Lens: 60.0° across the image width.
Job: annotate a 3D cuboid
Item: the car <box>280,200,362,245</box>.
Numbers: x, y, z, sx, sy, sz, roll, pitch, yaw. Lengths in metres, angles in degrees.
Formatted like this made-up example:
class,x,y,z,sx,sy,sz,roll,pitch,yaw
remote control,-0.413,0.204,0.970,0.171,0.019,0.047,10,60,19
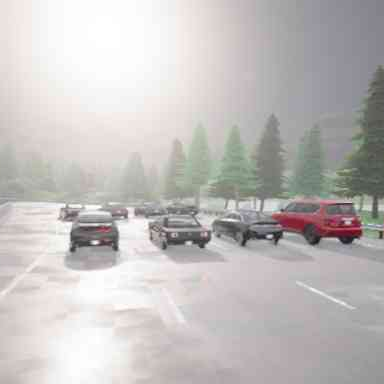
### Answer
class,x,y,z,sx,sy,sz,roll,pitch,yaw
car,5.978,1.424,16.970,2.150,2.045,5.566,1,0,-17

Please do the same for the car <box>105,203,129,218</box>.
class,x,y,z,sx,sy,sz,roll,pitch,yaw
car,-7.305,1.673,30.662,1.994,1.385,4.181,1,0,-29

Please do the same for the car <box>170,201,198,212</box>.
class,x,y,z,sx,sy,sz,roll,pitch,yaw
car,-1.139,1.730,33.978,1.837,1.490,4.892,1,0,-29

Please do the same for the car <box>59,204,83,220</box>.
class,x,y,z,sx,sy,sz,roll,pitch,yaw
car,-10.286,1.653,28.840,1.895,1.301,4.718,1,0,-29

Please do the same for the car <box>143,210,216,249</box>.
class,x,y,z,sx,sy,sz,roll,pitch,yaw
car,-0.762,1.696,15.048,1.895,1.301,4.718,1,0,-17

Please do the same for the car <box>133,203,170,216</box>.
class,x,y,z,sx,sy,sz,roll,pitch,yaw
car,-4.198,1.730,32.278,1.994,1.385,4.181,1,0,-29

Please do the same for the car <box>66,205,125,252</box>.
class,x,y,z,sx,sy,sz,roll,pitch,yaw
car,-4.177,1.547,14.220,1.837,1.490,4.892,1,0,-17

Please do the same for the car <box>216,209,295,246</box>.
class,x,y,z,sx,sy,sz,roll,pitch,yaw
car,2.527,1.644,16.230,2.128,1.511,4.902,1,0,-17
